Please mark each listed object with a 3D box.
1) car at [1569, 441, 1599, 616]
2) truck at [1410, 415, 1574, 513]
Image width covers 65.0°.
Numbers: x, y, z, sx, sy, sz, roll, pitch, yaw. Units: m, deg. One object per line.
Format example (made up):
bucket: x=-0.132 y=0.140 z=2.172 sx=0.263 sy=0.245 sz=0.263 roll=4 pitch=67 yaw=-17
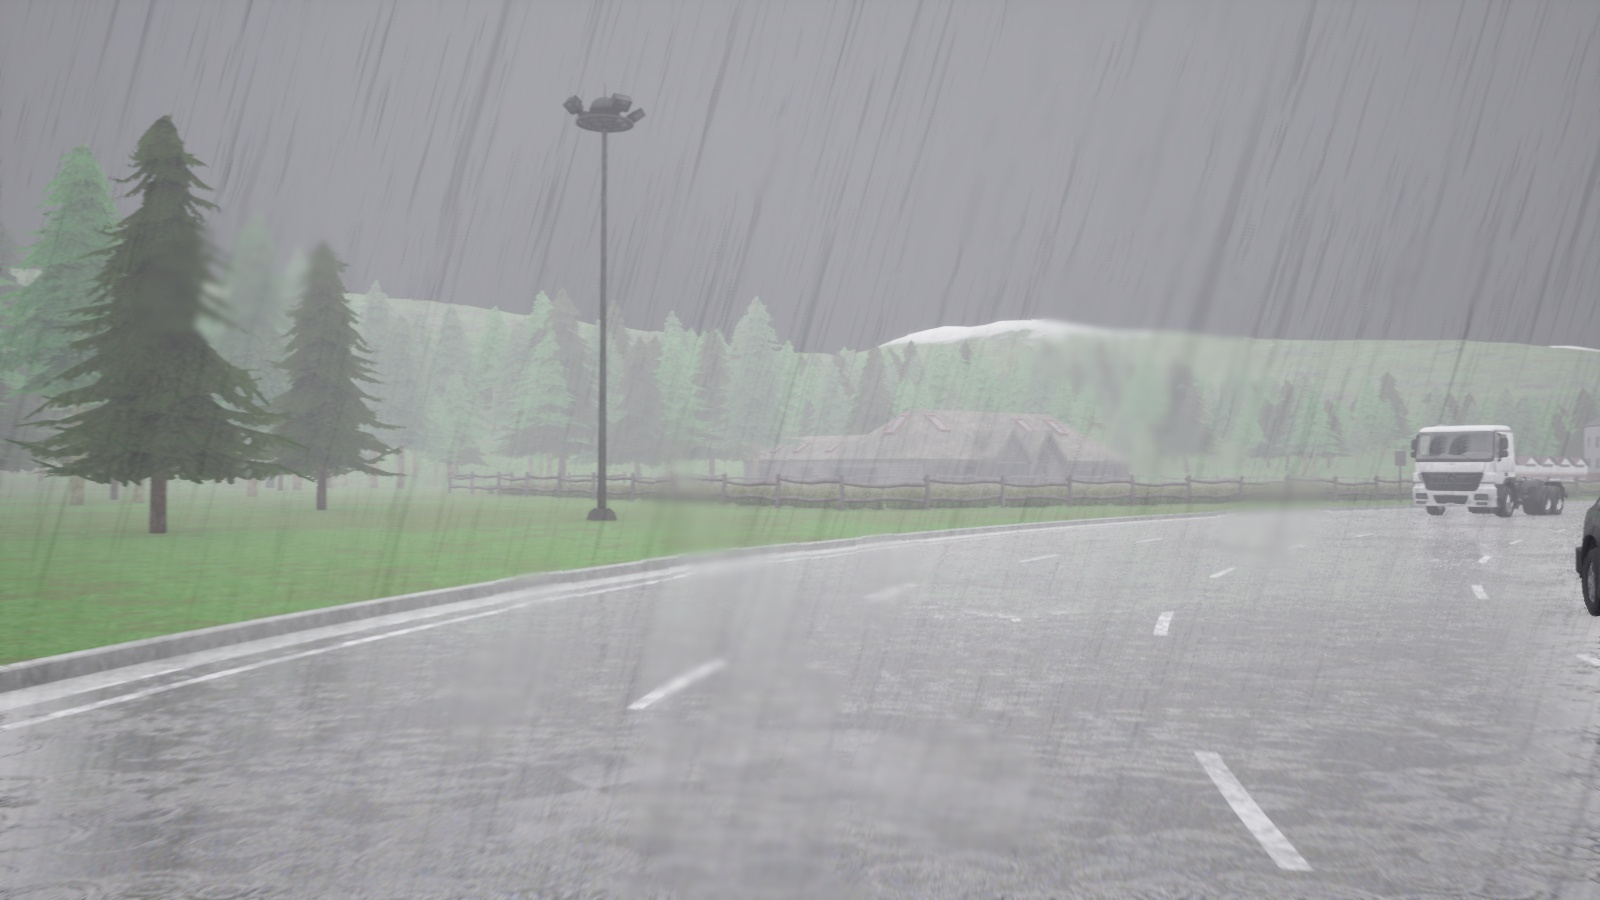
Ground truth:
car: x=9.060 y=0.806 z=12.141 sx=1.932 sy=1.855 sz=4.605 roll=-1 pitch=-1 yaw=21
truck: x=26.531 y=0.552 z=47.969 sx=7.936 sy=3.462 sz=2.891 roll=1 pitch=-1 yaw=-41
